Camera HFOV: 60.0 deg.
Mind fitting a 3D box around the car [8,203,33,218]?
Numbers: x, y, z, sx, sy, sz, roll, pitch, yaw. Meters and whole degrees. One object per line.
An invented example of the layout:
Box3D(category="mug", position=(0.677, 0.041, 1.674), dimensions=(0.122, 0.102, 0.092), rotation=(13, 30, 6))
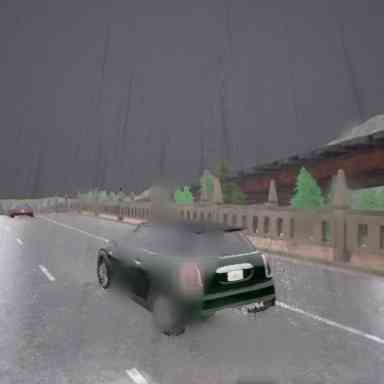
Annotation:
Box3D(category="car", position=(-16.923, 1.785, 32.820), dimensions=(1.994, 1.385, 4.181), rotation=(0, -1, -32))

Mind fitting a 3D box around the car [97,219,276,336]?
Box3D(category="car", position=(-0.449, 1.380, 7.141), dimensions=(2.097, 1.767, 4.553), rotation=(0, 0, -33))
